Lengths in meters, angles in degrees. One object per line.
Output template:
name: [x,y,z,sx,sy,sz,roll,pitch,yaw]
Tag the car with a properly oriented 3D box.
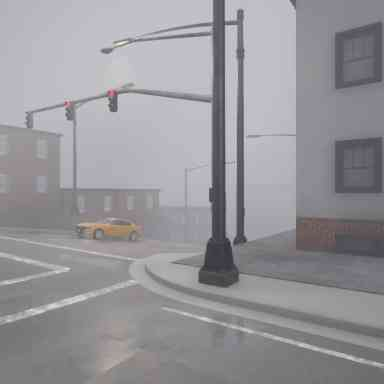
car: [-5.672,2.536,23.093,1.882,1.535,5.008,0,-9,37]
